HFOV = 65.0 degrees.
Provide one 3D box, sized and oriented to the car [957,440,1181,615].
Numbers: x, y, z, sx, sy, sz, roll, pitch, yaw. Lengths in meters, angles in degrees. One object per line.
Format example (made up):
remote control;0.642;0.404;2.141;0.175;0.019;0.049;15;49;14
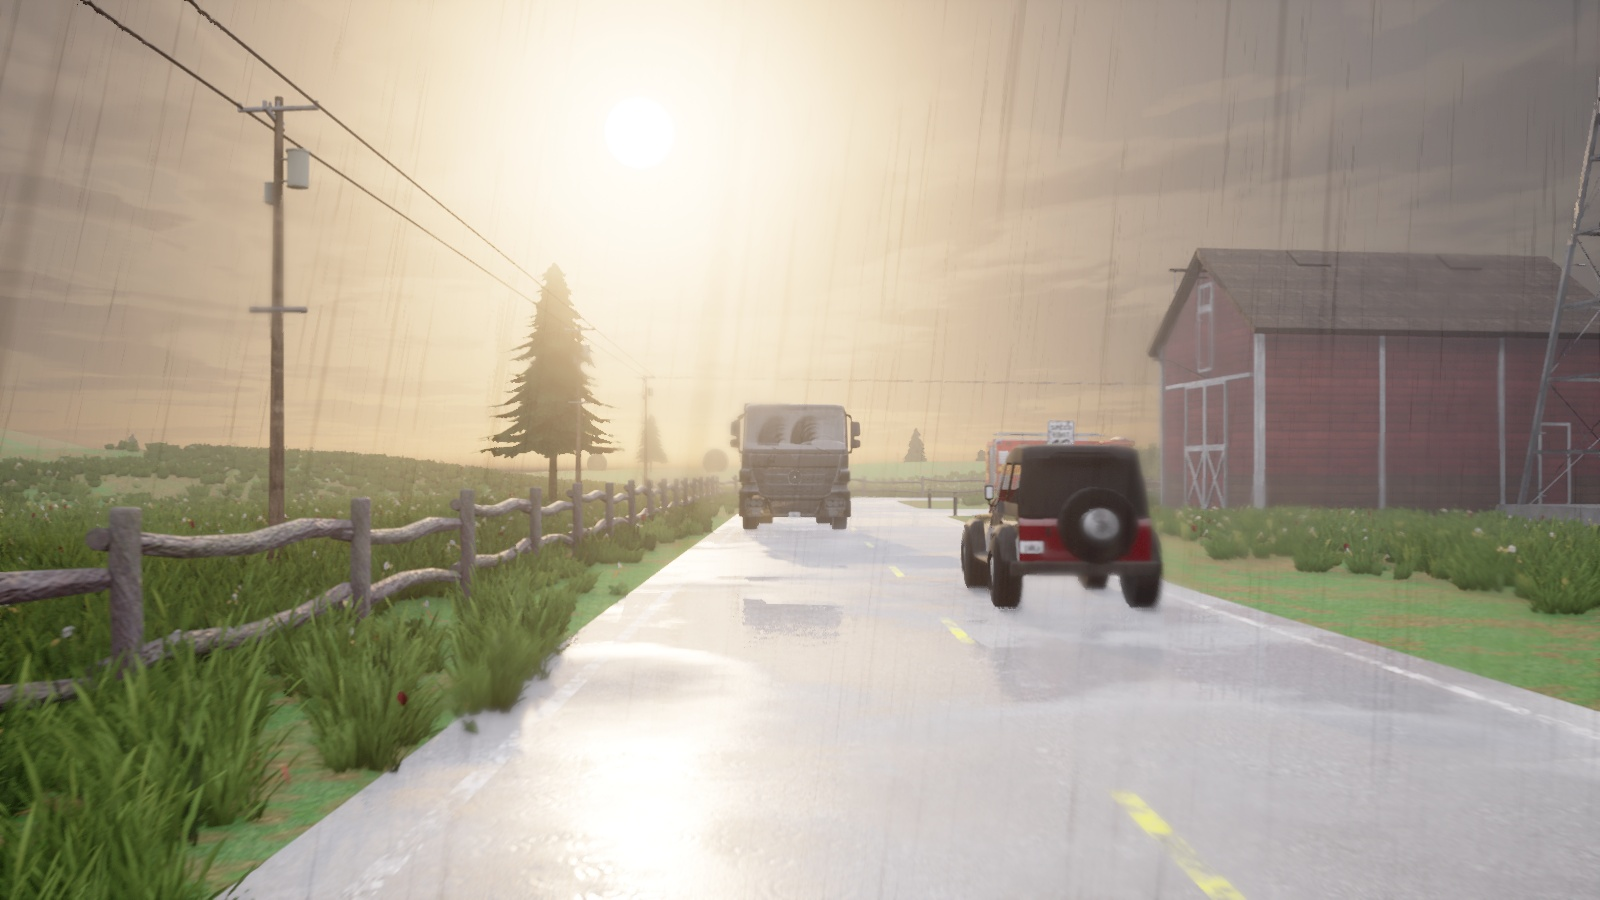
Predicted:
car;3.140;0.864;15.488;1.905;1.878;3.866;0;-1;0

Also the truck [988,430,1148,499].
truck;15.251;0.818;71.750;8.468;3.827;2.891;0;-1;-4

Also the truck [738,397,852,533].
truck;-0.141;0.448;35.862;2.891;3.462;7.936;0;-1;0
